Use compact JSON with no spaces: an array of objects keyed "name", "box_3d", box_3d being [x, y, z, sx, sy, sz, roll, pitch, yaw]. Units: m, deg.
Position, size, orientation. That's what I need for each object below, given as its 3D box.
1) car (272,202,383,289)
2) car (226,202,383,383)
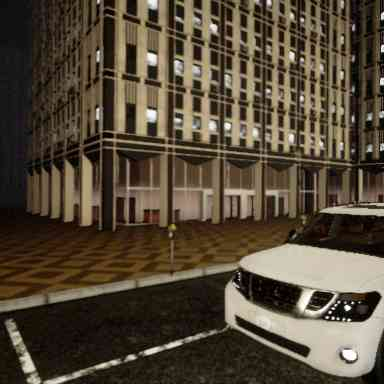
[{"name":"car","box_3d":[4.962,1.312,10.034,5.009,1.841,2.192,0,1,-35]},{"name":"car","box_3d":[3.142,1.220,5.590,5.566,2.045,2.150,0,0,-35]}]
